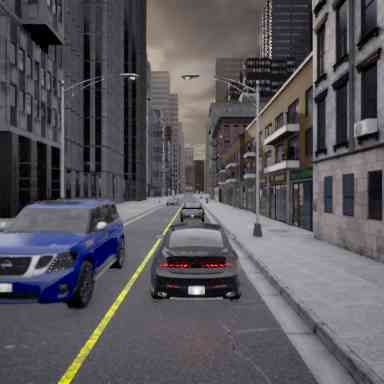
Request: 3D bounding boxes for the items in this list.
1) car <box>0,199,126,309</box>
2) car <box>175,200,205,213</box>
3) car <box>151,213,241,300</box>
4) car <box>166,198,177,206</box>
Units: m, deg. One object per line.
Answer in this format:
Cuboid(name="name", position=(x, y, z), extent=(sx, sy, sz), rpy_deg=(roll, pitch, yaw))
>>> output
Cuboid(name="car", position=(-3.118, 1.228, 8.245), extent=(2.150, 2.045, 5.566), rpy_deg=(0, 0, 0))
Cuboid(name="car", position=(0.044, 1.526, 26.432), extent=(2.128, 1.511, 4.902), rpy_deg=(0, 0, 0))
Cuboid(name="car", position=(0.084, 1.513, 8.401), extent=(1.837, 1.490, 4.892), rpy_deg=(0, 0, 0))
Cuboid(name="car", position=(-3.107, 1.656, 54.623), extent=(1.994, 1.385, 4.181), rpy_deg=(0, 0, 0))
